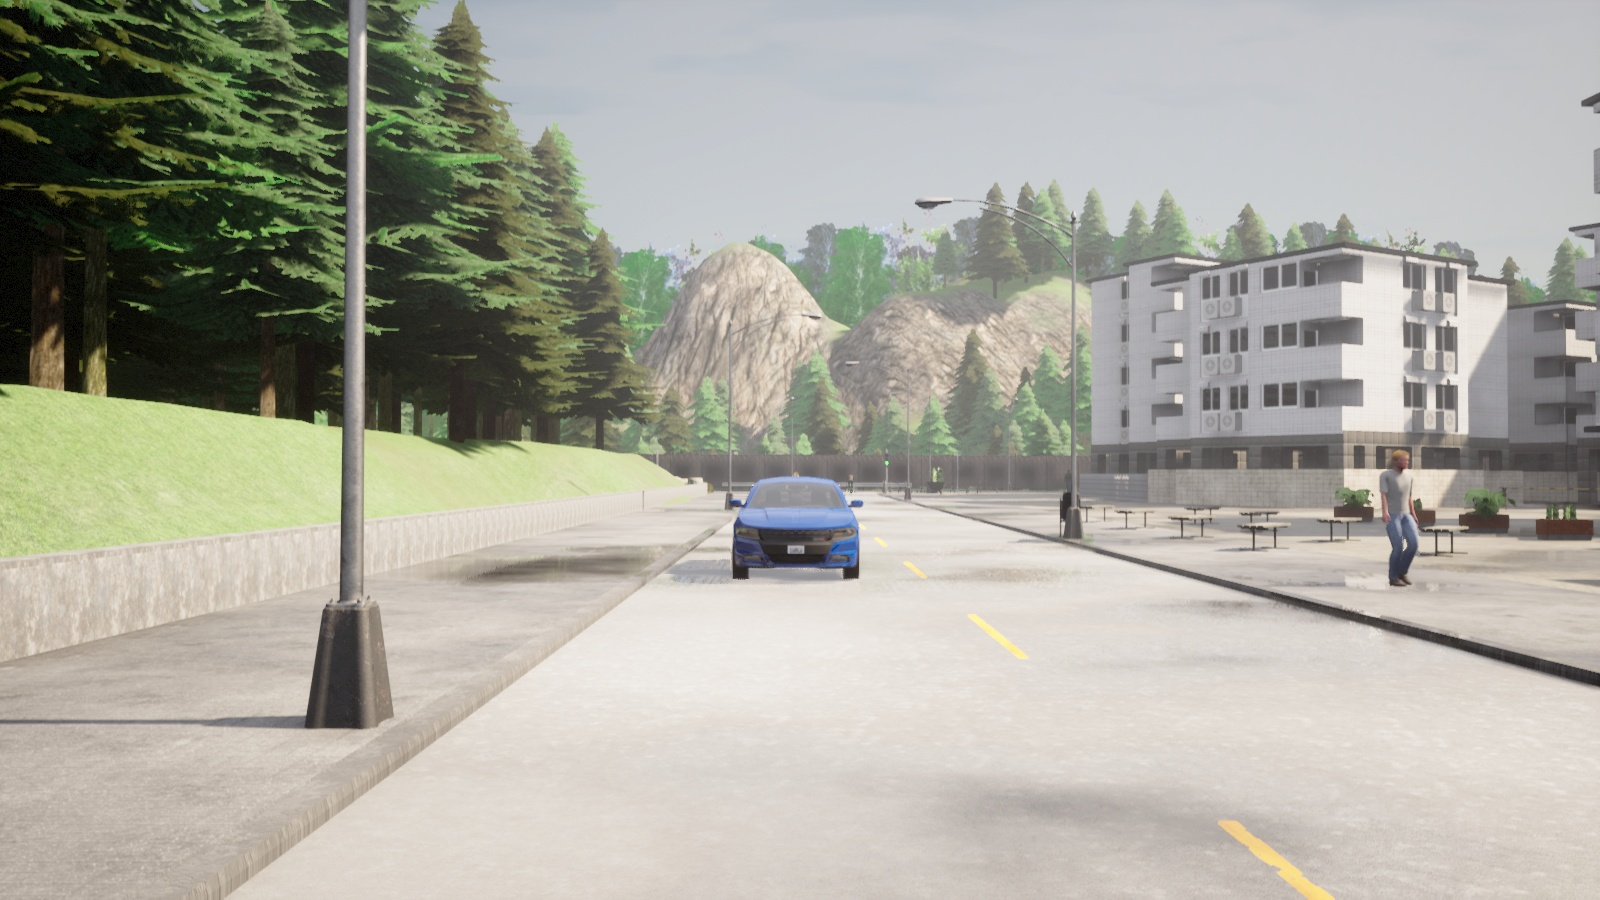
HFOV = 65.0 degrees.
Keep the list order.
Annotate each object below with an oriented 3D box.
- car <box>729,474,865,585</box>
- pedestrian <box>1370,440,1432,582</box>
[{"bbox_3d":[-0.053,1.156,19.959,1.882,1.535,5.008,0,-1,0],"label":"car"},{"bbox_3d":[7.930,0.794,16.586,0.354,1.836,0.706,0,-1,-13],"label":"pedestrian"}]
